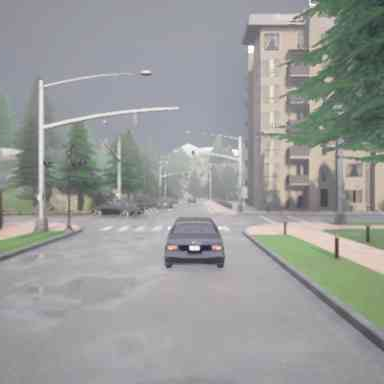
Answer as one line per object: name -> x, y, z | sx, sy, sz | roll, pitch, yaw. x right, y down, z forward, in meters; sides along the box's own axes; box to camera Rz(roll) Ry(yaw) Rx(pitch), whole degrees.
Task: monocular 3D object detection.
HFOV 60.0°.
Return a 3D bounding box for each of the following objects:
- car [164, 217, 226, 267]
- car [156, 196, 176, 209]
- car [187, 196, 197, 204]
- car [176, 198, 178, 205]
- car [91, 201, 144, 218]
car -> 0.080, 1.554, 11.429 | 2.033, 1.411, 5.357 | 0, 0, 0
car -> -3.748, 1.409, 46.157 | 2.097, 1.767, 4.553 | 0, 0, 1
car -> 0.005, 1.612, 68.019 | 2.033, 1.411, 5.357 | 0, 0, 0
car -> -3.593, 1.626, 61.025 | 1.994, 1.385, 4.181 | 0, 0, 1
car -> -6.712, 1.525, 29.830 | 4.902, 1.511, 2.128 | 0, -1, 19
